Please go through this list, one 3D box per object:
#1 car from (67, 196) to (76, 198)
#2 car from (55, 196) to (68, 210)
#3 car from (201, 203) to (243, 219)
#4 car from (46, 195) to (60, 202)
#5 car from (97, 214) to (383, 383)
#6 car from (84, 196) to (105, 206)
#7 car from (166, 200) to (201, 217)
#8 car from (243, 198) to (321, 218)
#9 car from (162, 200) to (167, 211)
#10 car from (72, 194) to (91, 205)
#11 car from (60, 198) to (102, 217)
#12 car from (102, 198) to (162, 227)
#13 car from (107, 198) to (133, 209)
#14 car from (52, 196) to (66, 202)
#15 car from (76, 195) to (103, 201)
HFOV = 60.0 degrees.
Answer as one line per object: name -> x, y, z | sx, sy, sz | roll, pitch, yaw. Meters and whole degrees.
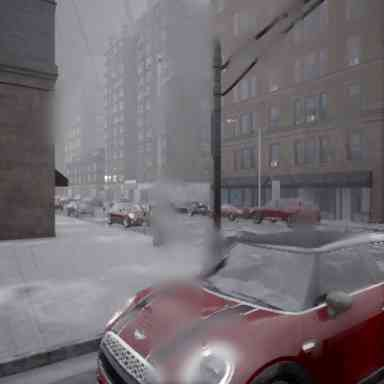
car -> -21.523, 1.471, 56.760 | 1.812, 1.442, 4.674 | 0, 0, -35
car -> -16.721, 1.510, 39.899 | 1.887, 1.381, 4.507 | 0, 0, -35
car -> 2.947, 1.568, 26.738 | 1.802, 1.307, 4.206 | 0, 0, -35
car -> -31.985, 1.469, 76.453 | 2.008, 1.369, 4.403 | 0, 0, -35
car -> 1.191, 1.352, 4.226 | 4.553, 1.767, 2.097 | 0, 0, -35
car -> -15.857, 1.455, 53.999 | 1.837, 1.490, 4.892 | 0, 0, -35
car -> -0.229, 1.547, 31.257 | 1.947, 1.339, 4.313 | 0, 0, -35
car -> 6.122, 1.307, 22.219 | 2.192, 1.841, 5.009 | 0, 0, -35
car -> -3.405, 1.526, 35.778 | 2.008, 1.369, 4.403 | 0, 0, -35
car -> -19.891, 1.295, 59.684 | 2.097, 1.767, 4.553 | 0, 0, -35
car -> -10.368, 1.528, 30.857 | 2.008, 1.369, 4.403 | 0, 0, -35
car -> -4.015, 1.429, 21.815 | 1.967, 1.590, 4.097 | 0, 0, -35
car -> -9.756, 1.530, 44.817 | 1.947, 1.339, 4.313 | 0, 0, -35
car -> -28.809, 1.476, 71.934 | 2.008, 1.369, 4.403 | 0, 0, -35
car -> -14.107, 1.438, 46.211 | 1.882, 1.535, 5.008 | 0, 0, -35
